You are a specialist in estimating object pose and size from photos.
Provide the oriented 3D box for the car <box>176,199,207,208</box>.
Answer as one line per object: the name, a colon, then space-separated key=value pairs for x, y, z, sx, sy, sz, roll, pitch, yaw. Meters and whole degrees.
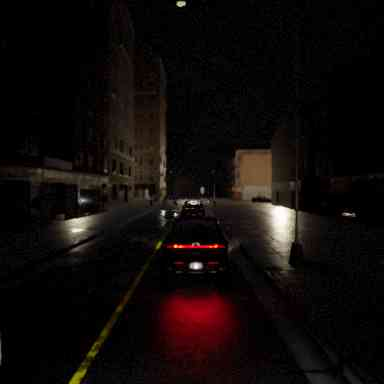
car: x=0.116 y=1.388 z=25.951 sx=2.128 sy=1.511 sz=4.902 roll=0 pitch=0 yaw=0

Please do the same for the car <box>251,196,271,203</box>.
car: x=13.259 y=1.442 z=62.388 sx=4.313 sy=1.339 sz=1.947 roll=0 pitch=0 yaw=0

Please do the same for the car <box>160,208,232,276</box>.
car: x=0.108 y=1.464 z=10.172 sx=1.837 sy=1.490 sz=4.892 roll=0 pitch=0 yaw=0

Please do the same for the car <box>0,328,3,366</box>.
car: x=-2.852 y=1.596 z=1.142 sx=1.895 sy=1.301 sz=4.718 roll=0 pitch=0 yaw=0

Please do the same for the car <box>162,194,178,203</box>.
car: x=-2.723 y=1.009 z=42.125 sx=1.812 sy=1.442 sz=4.674 roll=0 pitch=0 yaw=0
